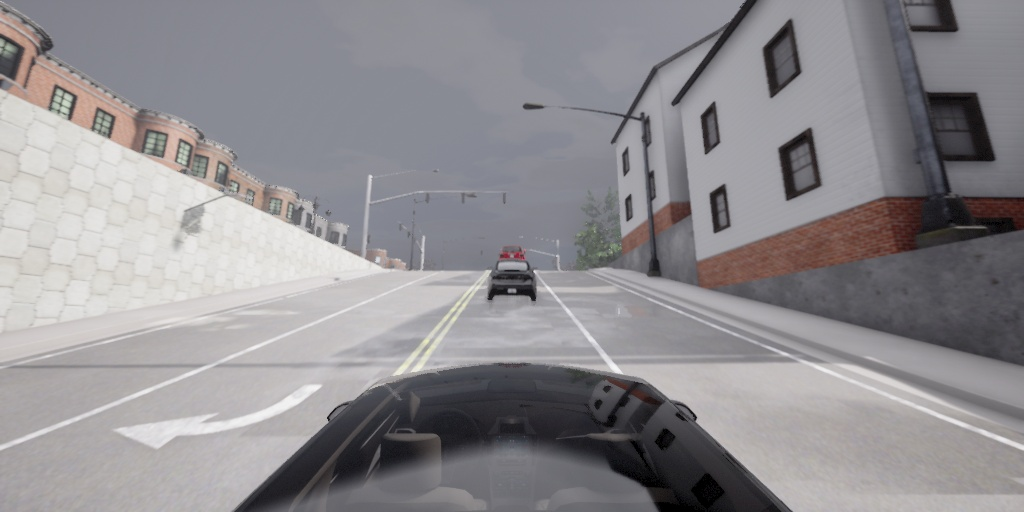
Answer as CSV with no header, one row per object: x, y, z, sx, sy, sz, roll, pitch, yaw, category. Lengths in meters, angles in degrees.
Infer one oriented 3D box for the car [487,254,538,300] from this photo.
0.023,0.865,14.875,1.837,1.490,4.892,1,2,0,car

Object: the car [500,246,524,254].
0.006,0.334,30.890,2.150,2.045,5.566,0,-5,0,car
